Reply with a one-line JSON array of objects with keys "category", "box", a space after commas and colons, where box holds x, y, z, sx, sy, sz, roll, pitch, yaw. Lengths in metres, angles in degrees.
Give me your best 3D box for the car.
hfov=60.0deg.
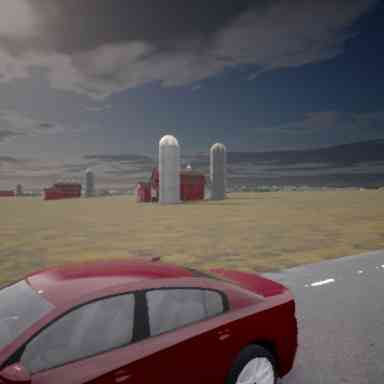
[{"category": "car", "box": [-1.081, 1.481, 3.210, 5.008, 1.535, 1.882, 0, 0, -35]}]
